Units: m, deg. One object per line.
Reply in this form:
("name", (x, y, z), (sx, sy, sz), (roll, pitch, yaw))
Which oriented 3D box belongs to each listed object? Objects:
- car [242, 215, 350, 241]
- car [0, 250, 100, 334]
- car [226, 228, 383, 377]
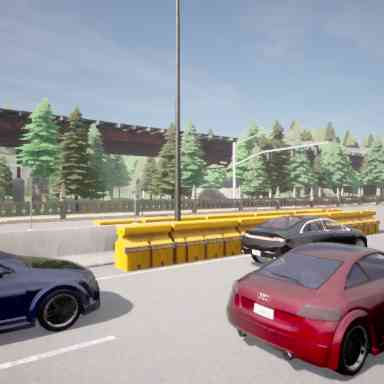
("car", (3.778, 1.492, 10.754), (4.902, 1.511, 2.128), (0, 0, -36))
("car", (-3.684, 1.564, 5.415), (4.181, 1.385, 1.994), (0, 0, -36))
("car", (2.597, 1.564, 5.613), (4.181, 1.385, 1.994), (0, 0, -35))
